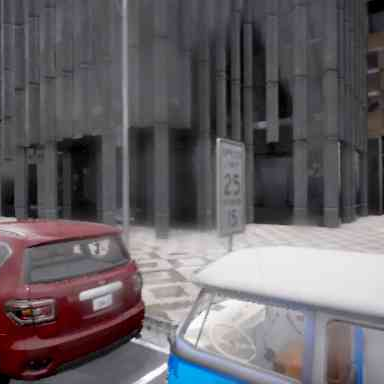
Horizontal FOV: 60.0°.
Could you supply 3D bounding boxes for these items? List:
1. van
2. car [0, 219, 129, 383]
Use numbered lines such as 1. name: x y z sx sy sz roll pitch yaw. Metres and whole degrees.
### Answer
1. van: 1.628 1.338 1.920 3.998 1.788 1.690 -1 0 36
2. car: -2.965 1.363 5.196 5.009 1.841 2.192 -1 0 36
